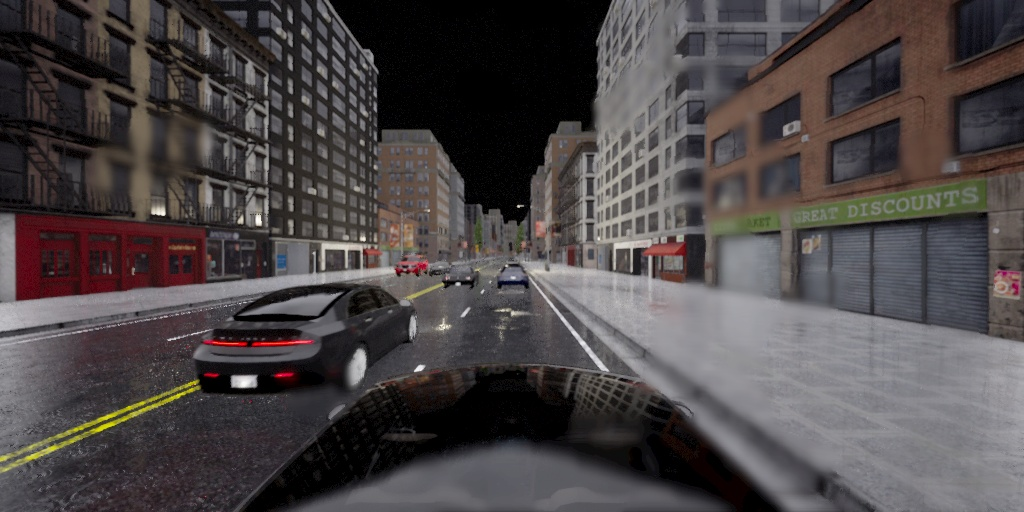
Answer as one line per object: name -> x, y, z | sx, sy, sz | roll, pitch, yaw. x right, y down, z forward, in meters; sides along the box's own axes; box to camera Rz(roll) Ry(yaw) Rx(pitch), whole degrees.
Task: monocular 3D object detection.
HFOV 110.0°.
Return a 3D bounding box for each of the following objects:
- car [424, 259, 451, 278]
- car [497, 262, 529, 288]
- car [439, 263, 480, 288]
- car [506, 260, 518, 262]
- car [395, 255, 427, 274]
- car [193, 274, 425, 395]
car -> -6.637, 1.226, 34.279 | 1.837, 1.490, 4.892 | 0, 0, 0
car -> 0.069, 1.297, 23.850 | 1.994, 1.385, 4.181 | 0, 0, 0
car -> -3.176, 1.335, 23.318 | 1.895, 1.301, 4.718 | 0, 0, 0
car -> 0.050, 1.220, 39.967 | 1.837, 1.490, 4.892 | 0, 0, 0
car -> -9.889, 0.940, 35.886 | 2.150, 2.045, 5.566 | 0, 0, 0
car -> -3.156, 1.250, 6.645 | 1.837, 1.490, 4.892 | 0, 0, 0
